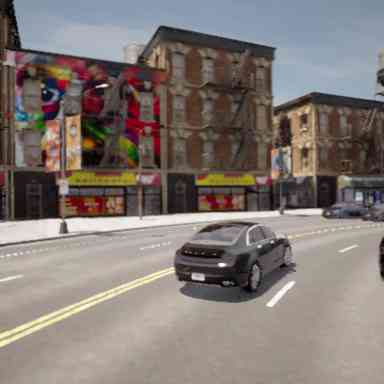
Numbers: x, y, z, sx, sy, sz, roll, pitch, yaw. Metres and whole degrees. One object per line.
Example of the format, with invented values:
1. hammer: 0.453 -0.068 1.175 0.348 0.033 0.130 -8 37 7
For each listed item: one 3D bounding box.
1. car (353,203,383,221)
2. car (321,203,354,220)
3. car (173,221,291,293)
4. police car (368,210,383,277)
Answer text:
1. car: 15.137 1.572 26.021 4.181 1.385 1.994 -1 -1 -25
2. car: 13.277 1.622 28.983 4.181 1.385 1.994 -1 -1 -26
3. car: 1.349 1.563 9.214 1.837 1.490 4.892 -2 -1 30
4. police car: 6.729 1.414 9.597 1.930 1.638 5.238 -1 -1 37
